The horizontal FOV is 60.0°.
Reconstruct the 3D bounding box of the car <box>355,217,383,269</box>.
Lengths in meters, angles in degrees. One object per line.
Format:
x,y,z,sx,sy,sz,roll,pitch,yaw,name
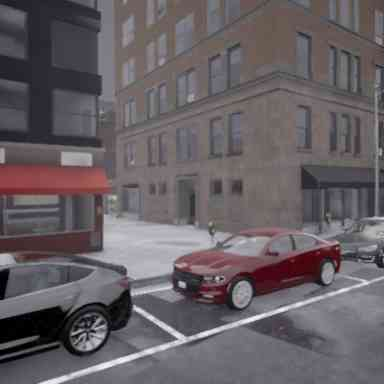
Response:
6.188,1.527,10.953,4.403,1.369,2.008,0,-1,-35,car

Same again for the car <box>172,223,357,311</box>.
1.643,1.533,7.712,4.507,1.381,1.887,0,0,-35,car

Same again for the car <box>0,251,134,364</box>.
-2.903,1.566,4.471,4.313,1.339,1.947,0,0,-35,car
